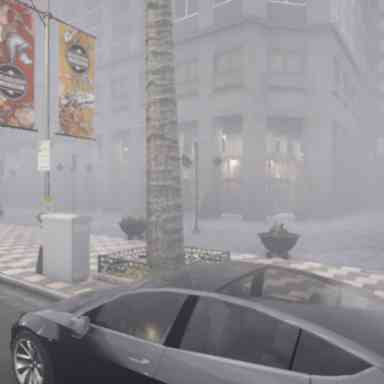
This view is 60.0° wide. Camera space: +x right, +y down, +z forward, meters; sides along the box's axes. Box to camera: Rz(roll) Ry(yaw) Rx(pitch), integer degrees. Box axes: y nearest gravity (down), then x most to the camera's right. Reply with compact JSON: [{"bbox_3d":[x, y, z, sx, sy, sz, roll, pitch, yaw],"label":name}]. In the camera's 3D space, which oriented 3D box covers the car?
[{"bbox_3d":[0.098,1.502,3.425,4.786,1.482,2.161,0,0,35],"label":"car"}]
